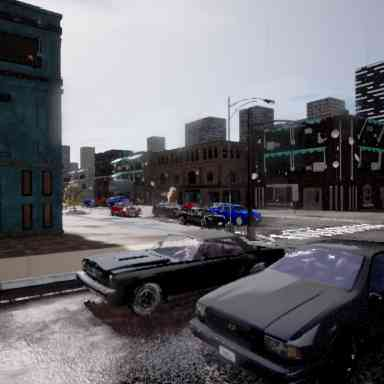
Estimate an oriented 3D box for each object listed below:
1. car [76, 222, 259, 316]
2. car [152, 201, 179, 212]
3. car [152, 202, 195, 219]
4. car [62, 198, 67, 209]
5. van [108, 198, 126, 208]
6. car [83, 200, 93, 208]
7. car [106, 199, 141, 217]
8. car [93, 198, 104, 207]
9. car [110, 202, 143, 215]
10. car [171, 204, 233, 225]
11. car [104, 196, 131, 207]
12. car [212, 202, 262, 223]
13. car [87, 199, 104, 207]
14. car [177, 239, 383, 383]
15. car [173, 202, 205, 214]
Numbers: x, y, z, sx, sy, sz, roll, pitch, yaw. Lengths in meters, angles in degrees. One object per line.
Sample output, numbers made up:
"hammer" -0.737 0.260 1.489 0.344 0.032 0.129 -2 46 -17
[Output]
"car" -0.080 1.600 7.620 4.718 1.301 1.895 0 0 -35
"car" -3.661 1.966 45.297 1.802 1.307 4.206 -2 0 -35
"car" -2.212 1.813 33.282 2.128 1.511 4.902 -1 0 -35
"car" -23.223 2.232 58.344 1.752 1.417 4.829 -1 0 -35
"van" -13.290 1.907 58.829 1.690 1.788 3.998 -1 0 -35
"car" -19.550 2.194 63.201 1.812 1.442 4.674 -1 0 -35
"car" -7.285 1.846 35.928 1.967 1.590 4.097 -1 0 -35
"car" -16.498 1.940 63.340 2.192 1.841 5.009 -1 0 -35
"car" -8.343 1.989 41.915 2.033 1.411 5.357 -1 0 -35
"car" 0.660 1.814 24.549 1.947 1.339 4.313 -2 0 -35
"car" -11.103 1.729 51.297 2.150 2.045 5.566 -1 -1 -35
"car" 3.187 1.692 25.685 1.882 1.535 5.008 -1 0 -36
"car" -19.701 2.227 67.851 1.887 1.381 4.507 -1 0 -35
"car" 2.587 1.546 5.529 5.357 1.411 2.033 0 0 -35
"car" -0.454 1.903 40.786 1.802 1.307 4.206 -2 0 -35
